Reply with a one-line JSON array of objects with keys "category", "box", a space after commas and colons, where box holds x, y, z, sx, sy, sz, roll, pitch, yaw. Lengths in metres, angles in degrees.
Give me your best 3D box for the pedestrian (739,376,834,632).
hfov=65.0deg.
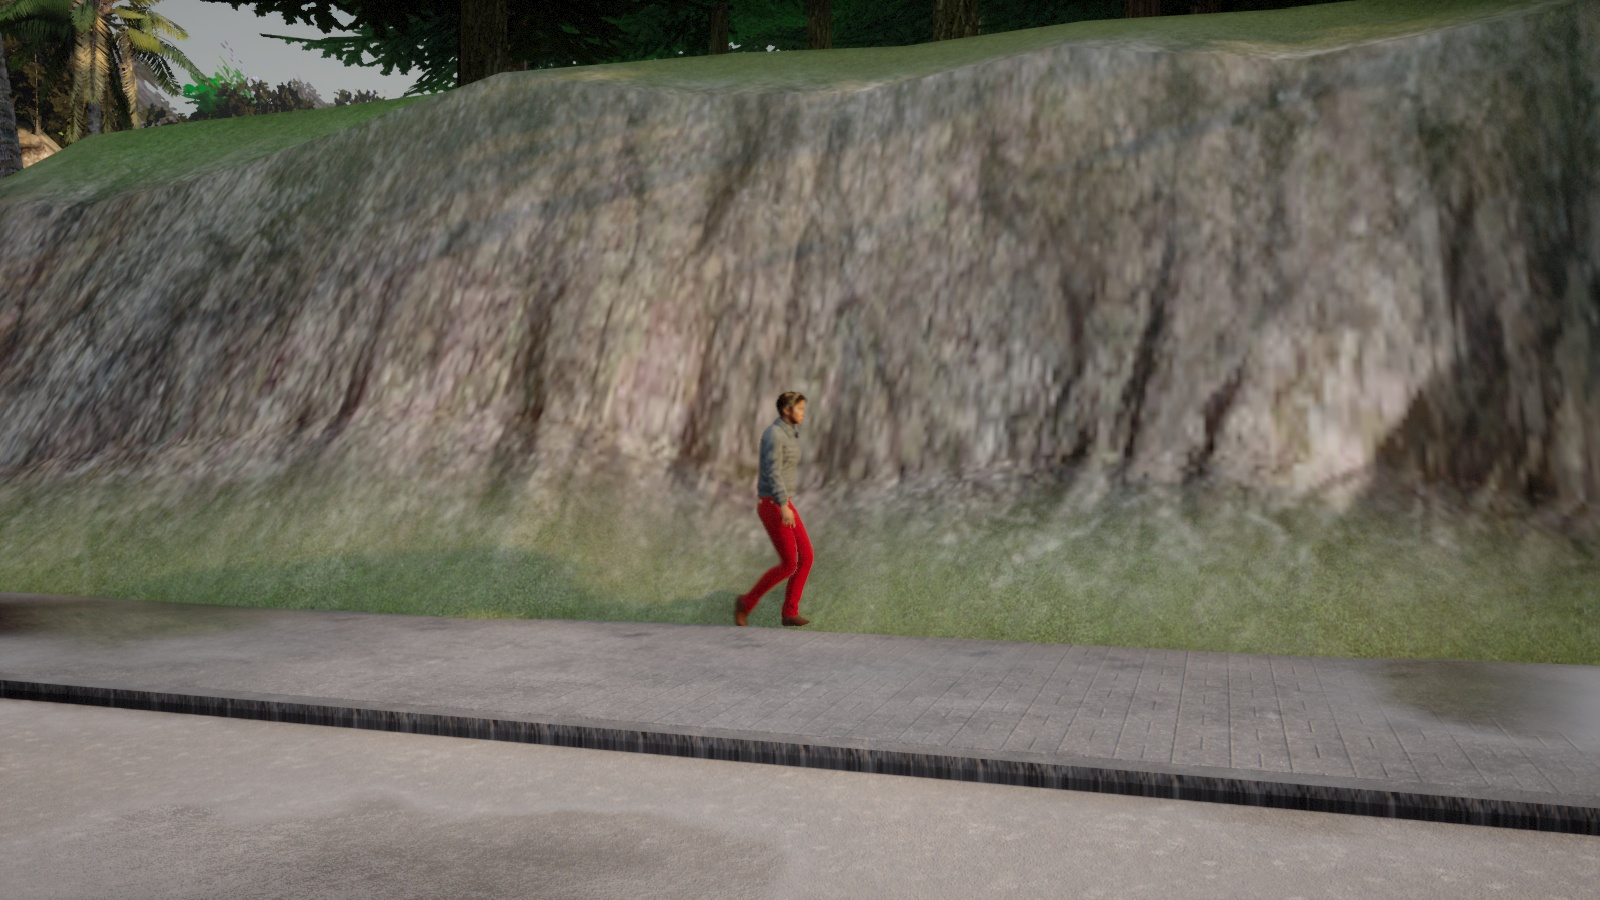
[{"category": "pedestrian", "box": [-0.095, 0.387, 9.304, 0.614, 1.847, 0.353, 1, 1, 19]}]
